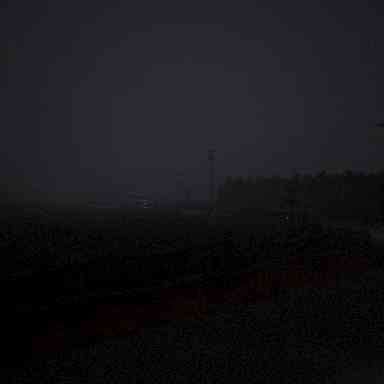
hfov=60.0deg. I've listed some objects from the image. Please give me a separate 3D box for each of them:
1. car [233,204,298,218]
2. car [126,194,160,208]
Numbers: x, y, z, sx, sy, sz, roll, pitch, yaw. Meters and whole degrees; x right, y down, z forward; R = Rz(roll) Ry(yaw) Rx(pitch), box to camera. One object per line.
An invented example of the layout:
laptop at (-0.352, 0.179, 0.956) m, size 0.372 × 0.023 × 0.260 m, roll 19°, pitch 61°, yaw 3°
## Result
car at (5.094, 1.560, 23.352) m, size 2.033 × 1.411 × 5.357 m, roll 0°, pitch 0°, yaw -35°
car at (-5.812, 1.233, 38.739) m, size 2.150 × 2.045 × 5.566 m, roll 0°, pitch 0°, yaw -35°
